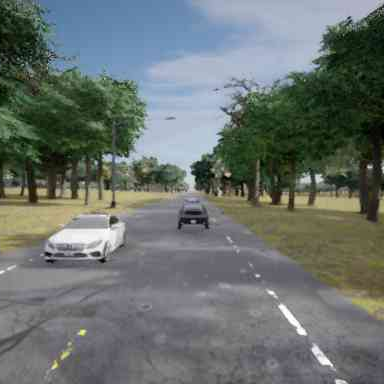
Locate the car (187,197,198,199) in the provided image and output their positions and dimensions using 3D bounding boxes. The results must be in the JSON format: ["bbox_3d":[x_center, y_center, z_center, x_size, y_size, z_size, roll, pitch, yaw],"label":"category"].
[{"bbox_3d":[0.040,1.353,41.502,1.812,1.442,4.674,0,0,0],"label":"car"}]

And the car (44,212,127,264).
[{"bbox_3d":[-3.513,1.487,11.831,1.812,1.442,4.674,0,0,0],"label":"car"}]

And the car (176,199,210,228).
[{"bbox_3d":[0.075,1.427,21.357,1.837,1.490,4.892,0,0,0],"label":"car"}]
